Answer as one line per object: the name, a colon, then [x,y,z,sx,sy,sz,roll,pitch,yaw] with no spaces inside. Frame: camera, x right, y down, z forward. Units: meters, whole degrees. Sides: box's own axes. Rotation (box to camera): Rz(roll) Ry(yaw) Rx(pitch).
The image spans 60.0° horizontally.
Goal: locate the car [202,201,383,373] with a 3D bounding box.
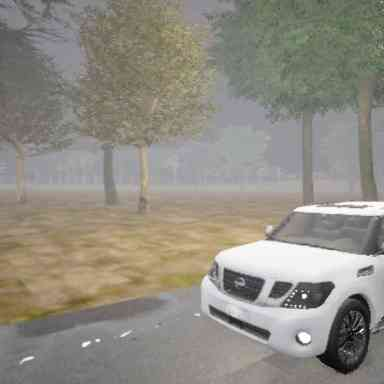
car: [2.807,1.219,5.994,5.566,2.045,2.150,0,0,-35]
